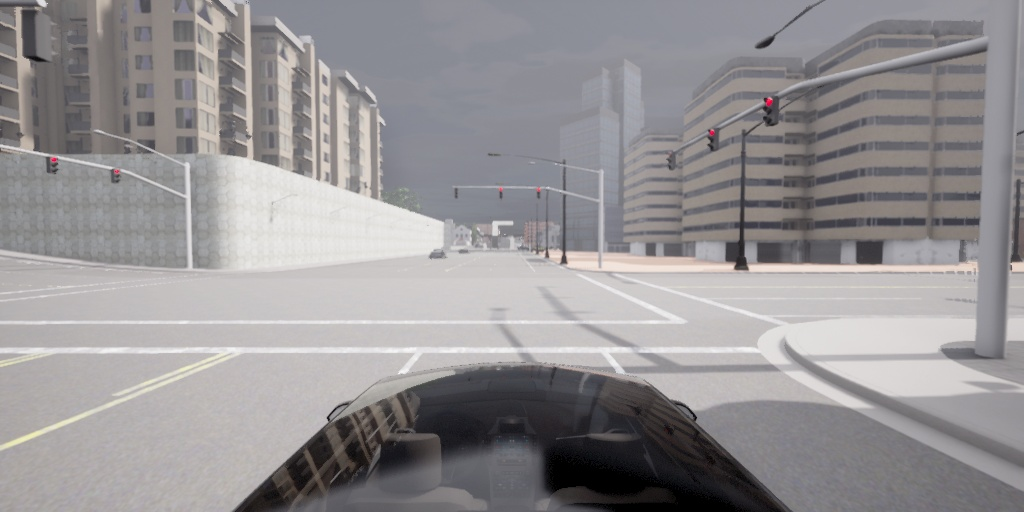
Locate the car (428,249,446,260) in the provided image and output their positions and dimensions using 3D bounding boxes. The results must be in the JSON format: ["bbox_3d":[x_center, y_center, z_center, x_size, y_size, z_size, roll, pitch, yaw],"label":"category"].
[{"bbox_3d":[-10.466,-0.211,50.573,1.812,1.442,4.674,0,3,0],"label":"car"}]
